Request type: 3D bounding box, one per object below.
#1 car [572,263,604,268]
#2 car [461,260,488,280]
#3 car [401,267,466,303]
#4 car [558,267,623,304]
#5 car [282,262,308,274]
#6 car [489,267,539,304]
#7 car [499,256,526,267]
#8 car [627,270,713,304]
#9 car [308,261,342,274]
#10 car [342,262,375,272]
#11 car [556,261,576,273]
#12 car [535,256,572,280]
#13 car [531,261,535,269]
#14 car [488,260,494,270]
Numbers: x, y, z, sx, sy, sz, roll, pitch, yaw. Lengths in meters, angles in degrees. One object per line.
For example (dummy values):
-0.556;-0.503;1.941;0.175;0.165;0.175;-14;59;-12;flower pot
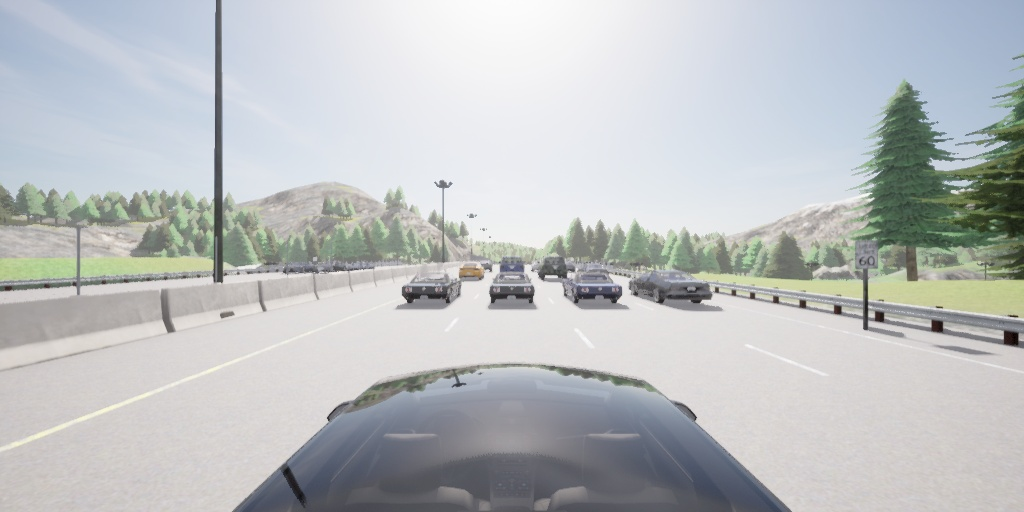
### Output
7.001;1.345;31.501;2.033;1.411;5.357;0;0;0;car
-3.499;1.258;31.501;1.882;1.535;5.008;0;0;0;car
-3.499;1.377;16.531;1.895;1.301;4.718;0;0;0;car
3.500;1.381;16.531;1.895;1.301;4.718;0;0;0;car
-24.499;1.364;41.501;1.994;1.385;4.181;0;0;0;car
0.001;1.380;16.531;1.895;1.301;4.718;0;0;0;car
0.002;1.035;31.531;2.150;2.045;5.566;0;0;0;car
7.000;1.327;16.501;2.033;1.411;5.357;0;0;0;car
-20.999;1.287;41.701;2.128;1.511;4.902;0;0;0;car
-17.499;1.370;41.701;1.994;1.385;4.181;0;0;0;car
7.001;1.368;46.701;1.994;1.385;4.181;0;0;0;car
3.502;1.038;31.531;2.150;2.045;5.566;0;0;0;car
3.501;1.326;46.701;1.812;1.442;4.674;0;0;0;car
-3.498;1.282;46.701;2.128;1.511;4.902;0;0;0;car
